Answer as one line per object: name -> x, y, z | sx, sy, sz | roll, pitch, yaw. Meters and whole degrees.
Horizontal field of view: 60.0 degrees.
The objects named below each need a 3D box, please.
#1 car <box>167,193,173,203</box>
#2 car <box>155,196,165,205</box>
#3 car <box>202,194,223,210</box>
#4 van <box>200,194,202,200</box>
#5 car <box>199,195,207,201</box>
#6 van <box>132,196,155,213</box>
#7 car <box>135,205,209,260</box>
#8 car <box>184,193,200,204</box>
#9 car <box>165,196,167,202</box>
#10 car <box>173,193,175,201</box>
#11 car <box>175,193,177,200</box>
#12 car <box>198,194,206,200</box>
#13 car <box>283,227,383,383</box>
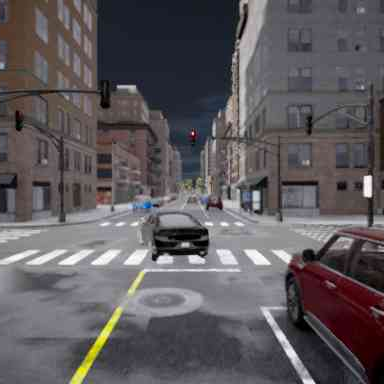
car -> -5.357, 1.453, 68.219 | 1.752, 1.417, 4.829 | 0, 0, 0
car -> -5.376, 1.517, 46.763 | 1.947, 1.339, 4.313 | 0, 0, 0
car -> 2.730, 1.273, 41.353 | 2.192, 1.841, 5.009 | 0, 0, 0
van -> 2.725, 1.281, 57.572 | 1.690, 1.788, 3.998 | 0, 0, 0
car -> 2.718, 1.434, 84.773 | 1.752, 1.417, 4.829 | 0, 0, 0
van -> -5.386, 1.304, 35.951 | 1.690, 1.788, 3.998 | 0, 0, 0
car -> -0.851, 1.465, 12.629 | 1.882, 1.535, 5.008 | 0, 0, -15
car -> 0.085, 1.428, 60.552 | 2.128, 1.511, 4.902 | 0, 0, 1
car -> -5.371, 1.490, 52.170 | 1.887, 1.381, 4.507 | 0, 0, 0
car -> -5.352, 1.472, 73.795 | 2.008, 1.369, 4.403 | 0, 0, 0
car -> -5.347, 1.480, 79.201 | 1.947, 1.339, 4.313 | 0, 0, 0
car -> 2.716, 1.343, 90.009 | 1.967, 1.590, 4.097 | 0, 0, 0
car -> 2.639, 1.311, 3.982 | 2.192, 1.841, 5.009 | 0, 0, 0
